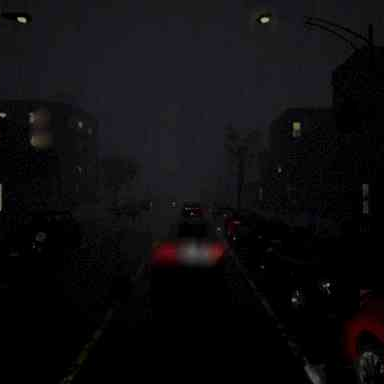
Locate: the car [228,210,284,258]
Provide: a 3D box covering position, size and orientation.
[{"bbox_3d":[2.676,1.606,12.652,1.947,1.339,4.313,0,0,0],"label":"car"}]

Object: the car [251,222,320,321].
[{"bbox_3d":[2.686,1.588,7.119,1.947,1.339,4.313,0,0,0],"label":"car"}]

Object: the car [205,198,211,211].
[{"bbox_3d":[2.732,1.671,37.336,2.008,1.369,4.403,0,0,0],"label":"car"}]

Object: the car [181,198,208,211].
[{"bbox_3d":[0.017,1.587,29.572,2.128,1.511,4.902,0,0,0],"label":"car"}]

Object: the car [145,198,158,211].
[{"bbox_3d":[-5.881,1.687,41.948,2.008,1.369,4.403,0,0,0],"label":"car"}]

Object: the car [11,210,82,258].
[{"bbox_3d":[-5.703,1.481,12.639,1.967,1.590,4.097,1,0,0],"label":"car"}]

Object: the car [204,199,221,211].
[{"bbox_3d":[2.747,1.712,44.881,1.947,1.339,4.313,0,0,0],"label":"car"}]

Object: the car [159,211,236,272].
[{"bbox_3d":[0.027,1.582,10.822,2.033,1.411,5.357,0,0,1],"label":"car"}]

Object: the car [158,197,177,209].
[{"bbox_3d":[-3.172,1.504,46.766,2.097,1.767,4.553,0,0,0],"label":"car"}]

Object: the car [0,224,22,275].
[{"bbox_3d":[-5.695,1.605,7.105,1.802,1.307,4.206,1,0,0],"label":"car"}]

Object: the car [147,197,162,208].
[{"bbox_3d":[-5.906,1.615,52.767,1.967,1.590,4.097,0,0,0],"label":"car"}]

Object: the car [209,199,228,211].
[{"bbox_3d":[2.707,1.618,29.116,1.752,1.417,4.829,0,0,0],"label":"car"}]

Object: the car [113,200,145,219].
[{"bbox_3d":[-5.806,1.624,30.712,1.752,1.417,4.829,1,0,0],"label":"car"}]

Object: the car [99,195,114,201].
[{"bbox_3d":[-20.134,1.424,76.180,4.507,1.381,1.887,1,-2,-1],"label":"car"}]

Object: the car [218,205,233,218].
[{"bbox_3d":[2.674,1.601,17.879,1.887,1.381,4.507,0,0,0],"label":"car"}]

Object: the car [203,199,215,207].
[{"bbox_3d":[2.730,1.760,53.883,1.802,1.307,4.206,0,0,0],"label":"car"}]

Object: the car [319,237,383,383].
[{"bbox_3d":[2.699,1.320,1.587,2.192,1.841,5.009,0,0,0],"label":"car"}]

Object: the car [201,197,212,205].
[{"bbox_3d":[2.713,1.755,62.885,1.887,1.381,4.507,0,0,0],"label":"car"}]
